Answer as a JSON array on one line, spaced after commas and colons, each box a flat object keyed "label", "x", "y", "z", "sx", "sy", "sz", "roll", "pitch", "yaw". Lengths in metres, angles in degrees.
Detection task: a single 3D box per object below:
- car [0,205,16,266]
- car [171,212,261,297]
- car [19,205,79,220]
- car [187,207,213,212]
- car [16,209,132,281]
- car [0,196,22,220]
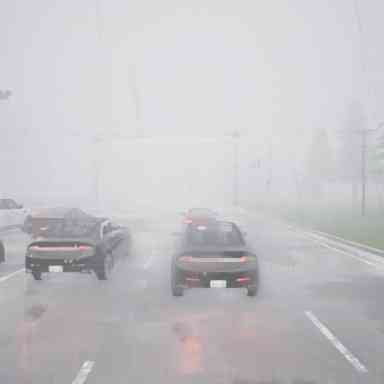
[{"label": "car", "x": -6.532, "y": 1.352, "z": 7.942, "sx": 2.097, "sy": 1.767, "sz": 4.553, "roll": 0, "pitch": 0, "yaw": 0}, {"label": "car", "x": 0.482, "y": 1.492, "z": 8.595, "sx": 2.128, "sy": 1.511, "sz": 4.902, "roll": 0, "pitch": 0, "yaw": 0}, {"label": "car", "x": -6.553, "y": 1.479, "z": 17.116, "sx": 1.882, "sy": 1.535, "sz": 5.008, "roll": 0, "pitch": 0, "yaw": 0}, {"label": "car", "x": 0.435, "y": 1.527, "z": 17.676, "sx": 1.812, "sy": 1.442, "sz": 4.674, "roll": 0, "pitch": 0, "yaw": 0}, {"label": "car", "x": -3.034, "y": 1.493, "z": 9.830, "sx": 2.128, "sy": 1.511, "sz": 4.902, "roll": 0, "pitch": 0, "yaw": 0}, {"label": "car", "x": -10.050, "y": 1.223, "z": 16.612, "sx": 2.150, "sy": 2.045, "sz": 5.566, "roll": 0, "pitch": 0, "yaw": 0}]
